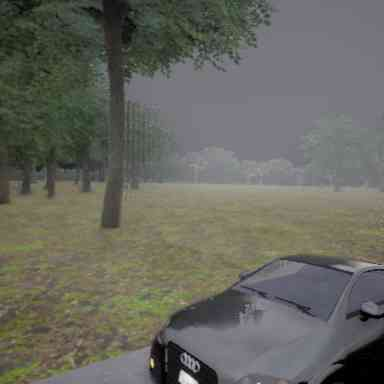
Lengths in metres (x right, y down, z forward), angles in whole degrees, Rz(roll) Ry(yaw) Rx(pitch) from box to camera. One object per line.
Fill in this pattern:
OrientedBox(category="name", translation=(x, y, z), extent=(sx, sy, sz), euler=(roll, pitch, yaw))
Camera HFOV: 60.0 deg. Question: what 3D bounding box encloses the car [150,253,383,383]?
OrientedBox(category="car", translation=(1.588, 1.549, 4.204), extent=(4.181, 1.385, 1.994), euler=(0, 0, -35))
